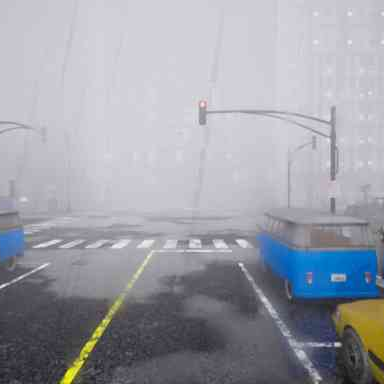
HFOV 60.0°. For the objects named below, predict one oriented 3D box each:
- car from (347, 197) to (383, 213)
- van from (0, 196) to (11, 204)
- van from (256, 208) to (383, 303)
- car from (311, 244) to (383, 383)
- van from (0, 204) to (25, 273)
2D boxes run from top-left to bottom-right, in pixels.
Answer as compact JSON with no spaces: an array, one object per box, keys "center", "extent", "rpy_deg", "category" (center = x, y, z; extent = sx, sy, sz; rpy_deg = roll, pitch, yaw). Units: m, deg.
[{"center":[15.270,1.333,27.264],"extent":[5.009,1.841,2.192],"rpy_deg":[0,1,0],"category":"car"},{"center":[-17.119,1.195,27.494],"extent":[3.998,1.788,1.690],"rpy_deg":[0,1,0],"category":"van"},{"center":[2.687,1.338,7.948],"extent":[1.690,1.788,3.998],"rpy_deg":[-1,0,0],"category":"van"},{"center":[2.683,1.524,2.516],"extent":[1.752,1.417,4.829],"rpy_deg":[-1,0,0],"category":"car"},{"center":[-5.694,1.338,7.986],"extent":[1.690,1.788,3.998],"rpy_deg":[-1,0,0],"category":"van"}]
